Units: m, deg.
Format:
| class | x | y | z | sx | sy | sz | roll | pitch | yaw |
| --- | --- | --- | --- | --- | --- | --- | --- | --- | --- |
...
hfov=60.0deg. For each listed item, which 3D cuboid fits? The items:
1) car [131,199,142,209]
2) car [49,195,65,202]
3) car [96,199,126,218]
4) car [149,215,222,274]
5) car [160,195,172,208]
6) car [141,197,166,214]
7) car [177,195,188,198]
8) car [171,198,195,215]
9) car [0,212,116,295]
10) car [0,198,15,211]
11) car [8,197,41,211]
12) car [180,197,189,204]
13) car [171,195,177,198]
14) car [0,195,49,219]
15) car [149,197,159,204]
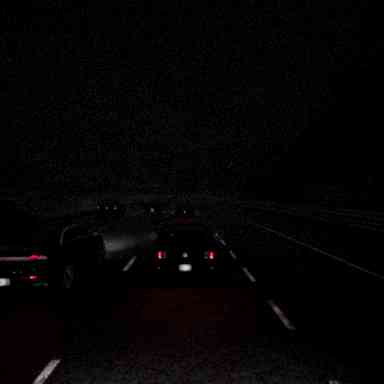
| class | x | y | z | sx | sy | sz | roll | pitch | yaw |
| --- | --- | --- | --- | --- | --- | --- | --- | --- | --- |
| car | -8.140 | 1.755 | 50.953 | 2.128 | 1.511 | 4.902 | 0 | 0 | -1 |
| car | -18.530 | 1.403 | 43.841 | 2.150 | 2.045 | 5.566 | 0 | 0 | -1 |
| car | -7.706 | 1.476 | 32.004 | 2.097 | 1.767 | 4.553 | 0 | 0 | -1 |
| car | -0.215 | 1.633 | 10.650 | 1.895 | 1.301 | 4.718 | 0 | 0 | -1 |
| car | -4.744 | 1.783 | 55.538 | 1.882 | 1.535 | 5.008 | 0 | 0 | -1 |
| car | -4.352 | 1.681 | 38.440 | 1.837 | 1.490 | 4.892 | 0 | 0 | -1 |
| car | -1.326 | 1.817 | 59.215 | 1.882 | 1.535 | 5.008 | 0 | 0 | -1 |
| car | -0.729 | 1.637 | 33.127 | 2.128 | 1.511 | 4.902 | 0 | 0 | -1 |
| car | -3.674 | 1.510 | 8.766 | 2.128 | 1.511 | 4.902 | 0 | 0 | -1 |
| car | -25.526 | 1.650 | 43.818 | 1.882 | 1.535 | 5.008 | 0 | 0 | -1 |
| car | -22.031 | 1.533 | 43.953 | 2.097 | 1.767 | 4.553 | 0 | 0 | -1 |
| car | -1.719 | 1.975 | 76.315 | 1.812 | 1.442 | 4.674 | 0 | 0 | -1 |
| car | -5.218 | 1.983 | 76.233 | 2.033 | 1.411 | 5.357 | 0 | 0 | -1 |
| car | -7.233 | 1.241 | 11.433 | 2.150 | 2.045 | 5.566 | 0 | 0 | -1 |
| car | -8.717 | 1.960 | 76.156 | 1.812 | 1.442 | 4.674 | 0 | 0 | -1 |
